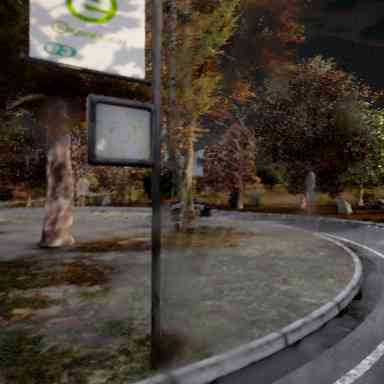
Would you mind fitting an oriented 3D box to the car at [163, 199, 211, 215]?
[{"bbox_3d":[-0.445,1.245,29.689,4.181,1.385,1.994,1,1,25],"label":"car"}]
